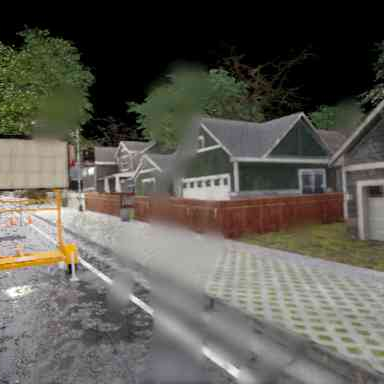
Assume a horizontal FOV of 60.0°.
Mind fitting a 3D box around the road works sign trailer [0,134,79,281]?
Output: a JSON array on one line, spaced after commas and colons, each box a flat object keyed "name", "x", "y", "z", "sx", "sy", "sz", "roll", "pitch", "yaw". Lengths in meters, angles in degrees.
[{"name": "road works sign trailer", "x": -4.436, "y": 0.349, "z": 8.602, "sx": 2.380, "sy": 3.560, "sz": 2.880, "roll": -2, "pitch": 2, "yaw": -32}]
